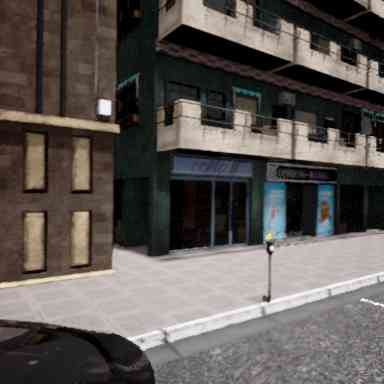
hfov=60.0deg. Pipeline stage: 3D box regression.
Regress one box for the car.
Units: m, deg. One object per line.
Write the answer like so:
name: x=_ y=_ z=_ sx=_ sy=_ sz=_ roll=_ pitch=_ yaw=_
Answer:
car: x=-2.155 y=1.519 z=1.438 sx=4.313 sy=1.339 sz=1.947 roll=0 pitch=1 yaw=-34
